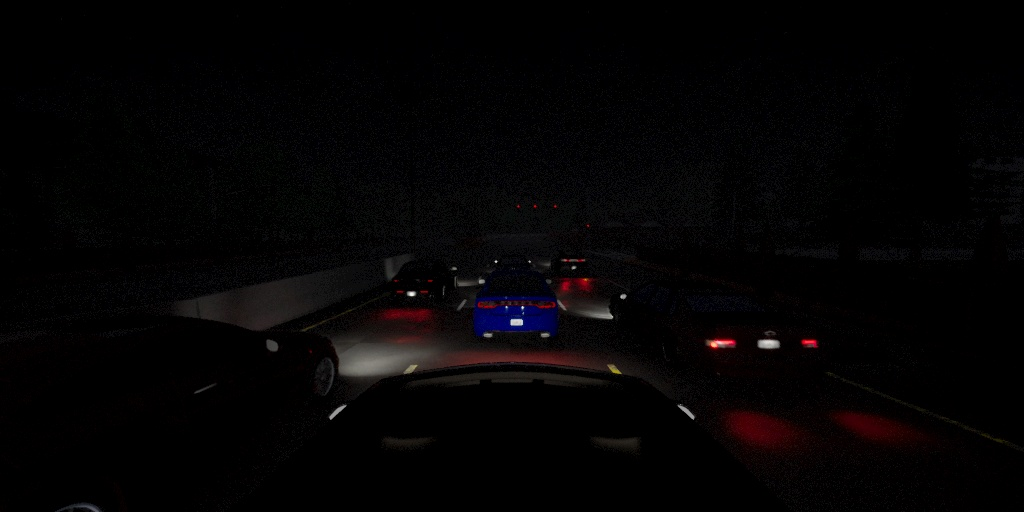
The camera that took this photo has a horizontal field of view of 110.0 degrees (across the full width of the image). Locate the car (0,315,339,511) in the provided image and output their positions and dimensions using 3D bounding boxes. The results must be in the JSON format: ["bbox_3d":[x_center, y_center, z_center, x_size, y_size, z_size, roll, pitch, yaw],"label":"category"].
[{"bbox_3d":[-3.401,1.268,3.235,1.812,1.442,4.674,0,0,0],"label":"car"}]

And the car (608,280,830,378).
[{"bbox_3d":[3.598,1.214,7.544,2.033,1.411,5.357,0,2,0],"label":"car"}]

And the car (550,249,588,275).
[{"bbox_3d":[3.564,0.301,22.857,2.128,1.511,4.902,0,4,1],"label":"car"}]

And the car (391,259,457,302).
[{"bbox_3d":[-3.428,0.879,14.604,1.837,1.490,4.892,0,4,0],"label":"car"}]

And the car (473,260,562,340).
[{"bbox_3d":[0.089,1.078,9.588,1.882,1.535,5.008,0,2,0],"label":"car"}]

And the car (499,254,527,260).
[{"bbox_3d":[0.055,0.606,19.294,2.033,1.411,5.357,0,4,0],"label":"car"}]
